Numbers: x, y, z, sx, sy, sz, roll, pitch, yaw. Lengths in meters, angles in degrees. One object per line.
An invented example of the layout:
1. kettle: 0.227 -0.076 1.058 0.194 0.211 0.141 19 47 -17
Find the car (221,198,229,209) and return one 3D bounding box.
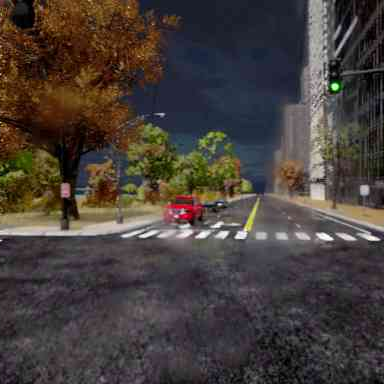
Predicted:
1. car: 4.451 1.695 50.006 2.128 1.511 4.902 -1 0 12

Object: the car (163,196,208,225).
1. car: -0.531 1.362 26.067 2.150 2.045 5.566 -1 0 12

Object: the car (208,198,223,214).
1. car: 1.951 1.737 37.959 1.994 1.385 4.181 -1 0 12
